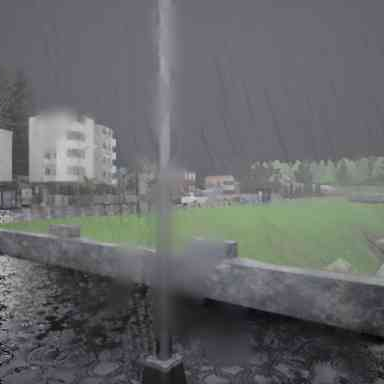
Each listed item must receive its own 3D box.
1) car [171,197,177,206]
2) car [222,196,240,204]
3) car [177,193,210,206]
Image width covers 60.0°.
[{"bbox_3d":[-3.045,1.536,53.759,1.895,1.301,4.718,0,0,36],"label":"car"},{"bbox_3d":[7.163,1.469,61.066,1.812,1.442,4.674,0,0,36],"label":"car"},{"bbox_3d":[0.577,1.163,51.784,2.150,2.045,5.566,0,0,36],"label":"car"}]
